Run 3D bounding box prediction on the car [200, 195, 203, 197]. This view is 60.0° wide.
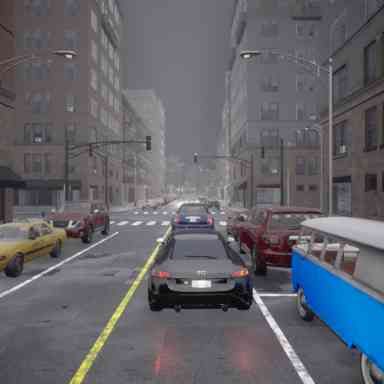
[{"bbox_3d":[2.678,1.547,54.035,2.008,1.369,4.403,0,0,0],"label":"car"}]

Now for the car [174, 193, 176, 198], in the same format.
[{"bbox_3d":[-5.347,1.548,75.970,2.008,1.369,4.403,0,0,0],"label":"car"}]

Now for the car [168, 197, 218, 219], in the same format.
[{"bbox_3d":[0.062,1.351,17.833,2.097,1.767,4.553,0,0,0],"label":"car"}]

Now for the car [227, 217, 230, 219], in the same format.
[{"bbox_3d":[2.650,1.581,16.064,1.802,1.307,4.206,0,0,0],"label":"car"}]

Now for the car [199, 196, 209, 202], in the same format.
[{"bbox_3d":[2.694,1.548,75.963,2.008,1.369,4.403,0,0,0],"label":"car"}]

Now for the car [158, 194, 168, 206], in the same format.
[{"bbox_3d":[-5.372,1.522,53.871,1.752,1.417,4.829,0,0,0],"label":"car"}]

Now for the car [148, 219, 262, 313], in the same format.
[{"bbox_3d":[0.104,1.564,7.777,1.994,1.385,4.181,0,0,-2],"label":"car"}]

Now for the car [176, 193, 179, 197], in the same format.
[{"bbox_3d":[-5.335,1.313,86.934,2.192,1.841,5.009,0,0,0],"label":"car"}]

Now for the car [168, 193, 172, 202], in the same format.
[{"bbox_3d":[-5.365,1.312,59.524,2.192,1.841,5.009,0,0,0],"label":"car"}]

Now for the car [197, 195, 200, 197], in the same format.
[{"bbox_3d":[2.690,1.548,70.481,2.008,1.369,4.403,0,0,0],"label":"car"}]

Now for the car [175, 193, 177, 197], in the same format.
[{"bbox_3d":[-5.341,1.563,81.452,1.947,1.339,4.313,0,0,0],"label":"car"}]

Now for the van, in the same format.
[{"bbox_3d":[2.642,1.341,4.706,1.690,1.788,3.998,0,0,0],"label":"van"}]

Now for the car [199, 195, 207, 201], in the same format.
[{"bbox_3d":[2.698,1.438,81.446,1.967,1.590,4.097,0,0,0],"label":"car"}]

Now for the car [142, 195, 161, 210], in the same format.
[{"bbox_3d":[-5.384,1.522,42.908,1.752,1.417,4.829,0,0,0],"label":"car"}]

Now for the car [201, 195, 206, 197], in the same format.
[{"bbox_3d":[2.674,1.541,48.554,1.887,1.381,4.507,0,0,0],"label":"car"}]

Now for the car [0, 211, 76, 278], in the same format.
[{"bbox_3d":[-5.392,1.525,10.221,1.752,1.417,4.829,0,0,0],"label":"car"}]

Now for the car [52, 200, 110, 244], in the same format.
[{"bbox_3d":[-5.388,1.314,16.070,2.192,1.841,5.009,0,0,0],"label":"car"}]

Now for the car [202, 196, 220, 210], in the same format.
[{"bbox_3d":[2.670,1.547,43.072,2.008,1.369,4.403,0,0,0],"label":"car"}]

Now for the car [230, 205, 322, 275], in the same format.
[{"bbox_3d":[2.646,1.314,10.384,2.192,1.841,5.009,0,0,0],"label":"car"}]
